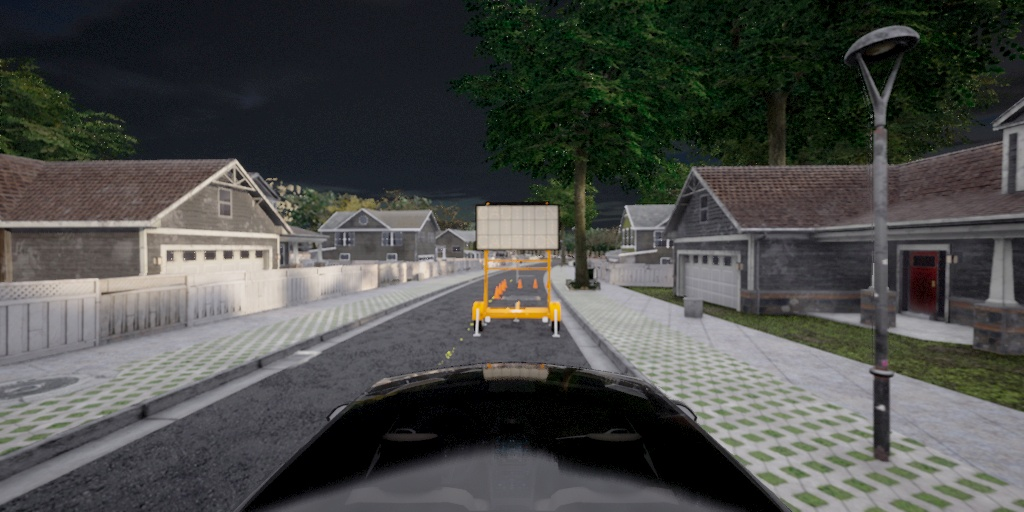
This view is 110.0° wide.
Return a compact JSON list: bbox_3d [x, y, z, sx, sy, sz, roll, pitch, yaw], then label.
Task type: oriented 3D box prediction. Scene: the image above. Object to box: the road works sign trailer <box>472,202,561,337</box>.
[{"bbox_3d":[0.164,0.246,10.429,2.380,3.560,2.880,0,0,2],"label":"road works sign trailer"}]
